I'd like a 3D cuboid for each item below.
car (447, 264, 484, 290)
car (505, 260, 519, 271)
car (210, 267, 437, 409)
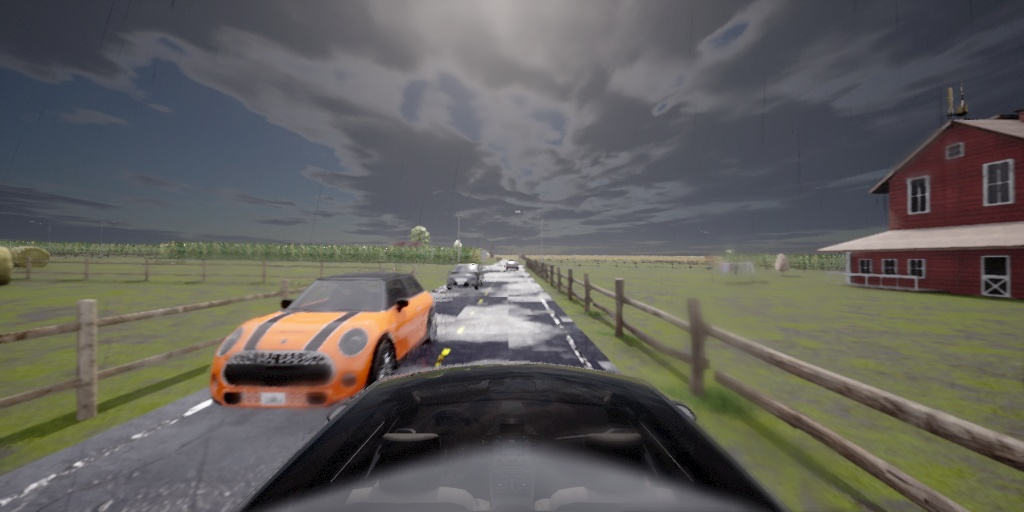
[{"bbox_3d":[-2.797,1.245,22.317,2.128,1.511,4.902,0,0,1],"label":"car"},{"bbox_3d":[0.003,1.307,50.457,2.033,1.411,5.357,0,0,0],"label":"car"},{"bbox_3d":[-2.822,1.102,6.508,2.097,1.767,4.553,0,0,0],"label":"car"}]
